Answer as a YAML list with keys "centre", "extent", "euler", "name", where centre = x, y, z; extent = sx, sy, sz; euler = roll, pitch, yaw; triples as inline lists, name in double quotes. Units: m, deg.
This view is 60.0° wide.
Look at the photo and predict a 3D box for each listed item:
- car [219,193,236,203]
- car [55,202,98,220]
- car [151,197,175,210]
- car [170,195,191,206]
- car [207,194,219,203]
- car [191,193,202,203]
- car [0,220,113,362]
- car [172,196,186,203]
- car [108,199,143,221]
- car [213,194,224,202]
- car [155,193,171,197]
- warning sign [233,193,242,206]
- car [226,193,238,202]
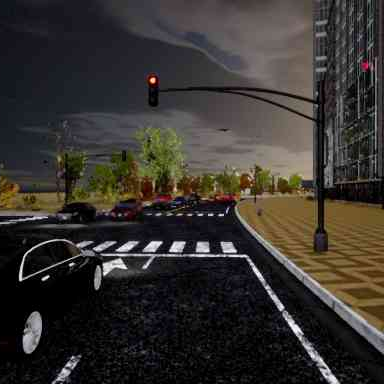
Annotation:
- centre: [7.622, 1.239, 70.097]
  extent: [2.150, 2.045, 5.566]
  euler: [0, 0, 12]
  name: "car"
- centre: [-8.707, 1.523, 25.501]
  extent: [1.812, 1.442, 4.674]
  euler: [0, 0, 4]
  name: "car"
- centre: [-3.768, 1.601, 42.002]
  extent: [1.895, 1.301, 4.718]
  euler: [0, 0, 7]
  name: "car"
- centre: [-1.859, 1.530, 55.351]
  extent: [1.812, 1.442, 4.674]
  euler: [0, 0, 10]
  name: "car"
- centre: [4.506, 1.573, 71.219]
  extent: [1.994, 1.385, 4.181]
  euler: [0, 0, 12]
  name: "car"
- centre: [0.653, 1.233, 69.091]
  extent: [2.150, 2.045, 5.566]
  euler: [0, 0, 11]
  name: "car"
- centre: [-3.012, 1.504, 5.889]
  extent: [1.837, 1.490, 4.892]
  euler: [0, 0, 1]
  name: "car"
- centre: [-2.624, 1.559, 69.239]
  extent: [1.994, 1.385, 4.181]
  euler: [0, 0, 11]
  name: "car"
- centre: [-5.314, 1.562, 27.127]
  extent: [1.994, 1.385, 4.181]
  euler: [0, 0, 5]
  name: "car"
- centre: [6.470, 1.372, 80.528]
  extent: [2.097, 1.767, 4.553]
  euler: [0, 0, 14]
  name: "car"
- centre: [-4.868, 1.226, 57.043]
  extent: [2.150, 2.045, 5.566]
  euler: [0, 0, 10]
  name: "car"
- centre: [6.548, 1.122, 48.212]
  extent: [1.300, 1.860, 1.060]
  euler: [0, 0, 8]
  name: "warning sign"
- centre: [9.777, 1.245, 80.389]
  extent: [2.150, 2.045, 5.566]
  euler: [0, 0, 14]
  name: "car"
